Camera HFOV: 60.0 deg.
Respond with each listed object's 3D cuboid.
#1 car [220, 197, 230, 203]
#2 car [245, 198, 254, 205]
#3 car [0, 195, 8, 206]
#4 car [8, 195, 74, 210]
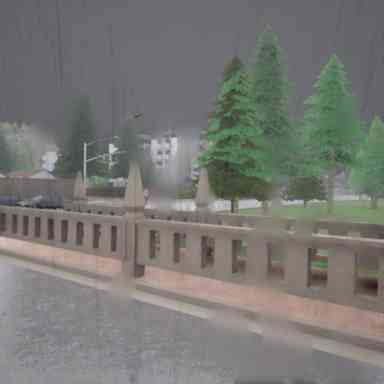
[{"bbox_3d":[6.293,1.174,51.719,1.895,1.301,4.718,1,1,38],"label":"car"},{"bbox_3d":[9.190,1.131,49.742,2.128,1.511,4.902,1,1,38],"label":"car"},{"bbox_3d":[-17.803,0.967,31.698,2.033,1.411,5.357,1,1,37],"label":"car"},{"bbox_3d":[-13.748,1.035,31.239,2.033,1.411,5.357,1,1,38],"label":"car"}]
